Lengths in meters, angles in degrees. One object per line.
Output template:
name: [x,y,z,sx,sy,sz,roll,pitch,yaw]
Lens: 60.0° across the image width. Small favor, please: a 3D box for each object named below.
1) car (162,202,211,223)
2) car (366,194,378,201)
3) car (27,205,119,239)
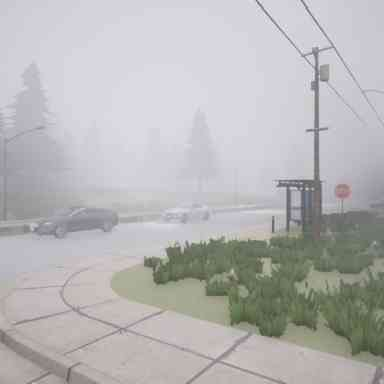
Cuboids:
car: [-0.305,1.526,25.833,1.812,1.442,4.674,0,0,36]
car: [44.258,1.355,81.792,2.097,1.767,4.553,0,0,36]
car: [-6.150,1.492,17.760,2.128,1.511,4.902,0,0,36]
